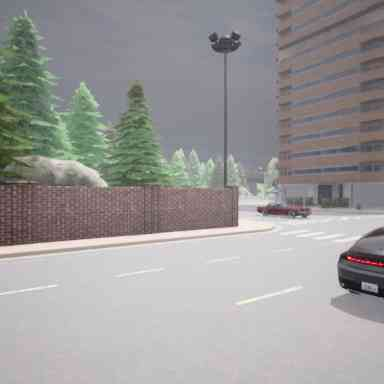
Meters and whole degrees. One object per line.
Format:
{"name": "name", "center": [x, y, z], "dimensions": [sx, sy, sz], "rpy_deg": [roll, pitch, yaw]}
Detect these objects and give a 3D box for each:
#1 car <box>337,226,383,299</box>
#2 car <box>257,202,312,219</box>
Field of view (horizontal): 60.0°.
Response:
{"name": "car", "center": [5.250, 1.505, 7.514], "dimensions": [4.892, 1.490, 1.837], "rpy_deg": [0, 0, -35]}
{"name": "car", "center": [7.979, 1.545, 28.982], "dimensions": [1.895, 1.301, 4.718], "rpy_deg": [0, 0, -35]}
